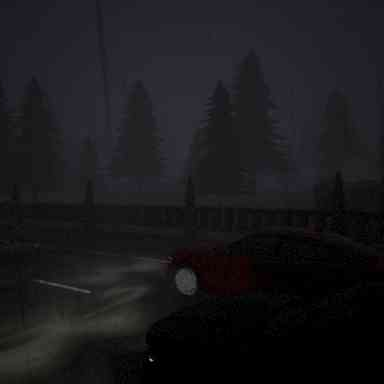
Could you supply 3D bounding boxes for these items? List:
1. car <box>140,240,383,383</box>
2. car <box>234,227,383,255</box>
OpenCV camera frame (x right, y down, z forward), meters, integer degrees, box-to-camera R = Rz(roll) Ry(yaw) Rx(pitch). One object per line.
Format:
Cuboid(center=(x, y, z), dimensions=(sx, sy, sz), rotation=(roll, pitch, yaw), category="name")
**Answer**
Cuboid(center=(1.796, 1.468, 2.557), dimensions=(5.008, 1.535, 1.882), rotation=(0, 0, 35), category="car")
Cuboid(center=(1.735, 1.457, 6.790), dimensions=(5.008, 1.535, 1.882), rotation=(0, 0, 34), category="car")
